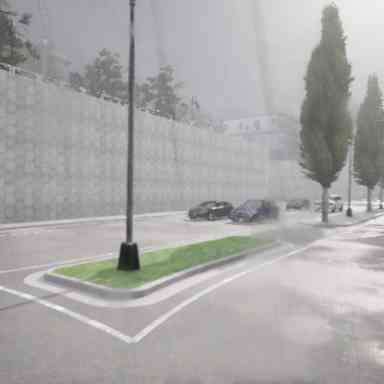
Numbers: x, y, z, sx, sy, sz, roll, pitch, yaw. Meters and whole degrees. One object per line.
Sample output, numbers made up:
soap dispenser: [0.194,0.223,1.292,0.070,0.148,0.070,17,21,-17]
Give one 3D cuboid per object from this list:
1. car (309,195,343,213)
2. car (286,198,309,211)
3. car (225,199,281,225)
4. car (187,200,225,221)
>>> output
car: [15.898,1.348,38.587,2.150,2.045,5.566,1,0,37]
car: [13.129,1.547,40.734,1.837,1.490,4.892,1,0,37]
car: [4.633,1.285,23.972,2.097,1.767,4.553,1,0,37]
car: [1.614,1.377,25.790,1.837,1.490,4.892,1,0,37]
